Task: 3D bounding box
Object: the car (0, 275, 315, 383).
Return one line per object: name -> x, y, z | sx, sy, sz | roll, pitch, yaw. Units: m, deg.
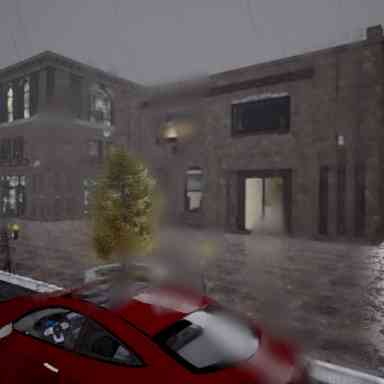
car -> -0.899, 1.583, 3.506 | 4.206, 1.307, 1.802 | 0, 1, 36
